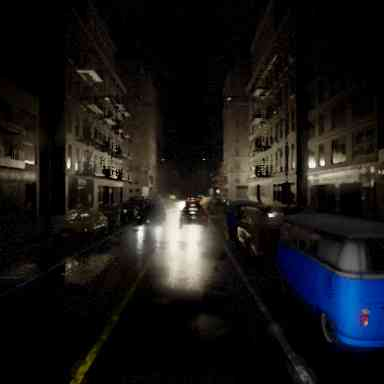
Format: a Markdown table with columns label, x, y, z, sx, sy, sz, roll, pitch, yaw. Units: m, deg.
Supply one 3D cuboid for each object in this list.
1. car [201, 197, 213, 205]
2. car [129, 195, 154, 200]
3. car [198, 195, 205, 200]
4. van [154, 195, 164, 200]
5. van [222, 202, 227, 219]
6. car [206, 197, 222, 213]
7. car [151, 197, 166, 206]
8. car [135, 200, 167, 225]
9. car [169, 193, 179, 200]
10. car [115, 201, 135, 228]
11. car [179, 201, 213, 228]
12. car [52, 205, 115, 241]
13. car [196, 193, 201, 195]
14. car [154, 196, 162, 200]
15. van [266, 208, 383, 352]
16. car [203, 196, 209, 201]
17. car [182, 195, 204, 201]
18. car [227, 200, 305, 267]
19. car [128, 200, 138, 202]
| label | x | y | z | sx | sy | sz | roll | pitch | yaw |
| --- | --- | --- | --- | --- | --- | --- | --- | --- | --- |
| car | 2.619 | 1.585 | 60.063 | 2.008 | 1.369 | 4.403 | 0 | 0 | 0 |
| car | -5.407 | 1.333 | 33.028 | 2.192 | 1.841 | 5.009 | 0 | 0 | 0 |
| car | 2.605 | 1.635 | 92.621 | 1.802 | 1.307 | 4.206 | 0 | 0 | 0 |
| van | -5.408 | 1.369 | 49.247 | 1.690 | 1.788 | 3.998 | 0 | 0 | 0 |
| van | 2.674 | 1.351 | 16.814 | 1.690 | 1.788 | 3.998 | 0 | 0 | 0 |
| car | 2.653 | 1.544 | 33.203 | 1.752 | 1.417 | 4.829 | 0 | 0 | 0 |
| car | -5.409 | 1.582 | 54.653 | 2.008 | 1.369 | 4.403 | 0 | 0 | 0 |
| car | -2.859 | 1.561 | 24.442 | 2.033 | 1.411 | 5.357 | 0 | 0 | 0 |
| car | -5.420 | 1.578 | 92.447 | 1.752 | 1.417 | 4.829 | 0 | 0 | 0 |
| car | -5.406 | 1.563 | 22.216 | 2.008 | 1.369 | 4.403 | 0 | 0 | 0 |
| car | 0.088 | 1.560 | 22.175 | 2.033 | 1.411 | 5.357 | 0 | 0 | 0 |
| car | -5.405 | 1.535 | 16.641 | 1.752 | 1.417 | 4.829 | 0 | 0 | 0 |
| car | 2.607 | 1.601 | 86.939 | 2.008 | 1.369 | 4.403 | 0 | 0 | 0 |
| car | -5.408 | 1.607 | 43.841 | 1.802 | 1.307 | 4.206 | 0 | 0 | 0 |
| van | 2.688 | 1.345 | 6.001 | 1.690 | 1.788 | 3.998 | 0 | 0 | 0 |
| car | 2.646 | 1.462 | 38.438 | 1.967 | 1.590 | 4.097 | 0 | 0 | 0 |
| car | 0.084 | 1.515 | 43.194 | 2.128 | 1.511 | 4.902 | 0 | 0 | 0 |
| car | 2.681 | 1.322 | 11.408 | 2.192 | 1.841 | 5.009 | 0 | 0 | 0 |
| car | -5.406 | 1.581 | 27.622 | 1.947 | 1.339 | 4.313 | 0 | 0 | 0 |
